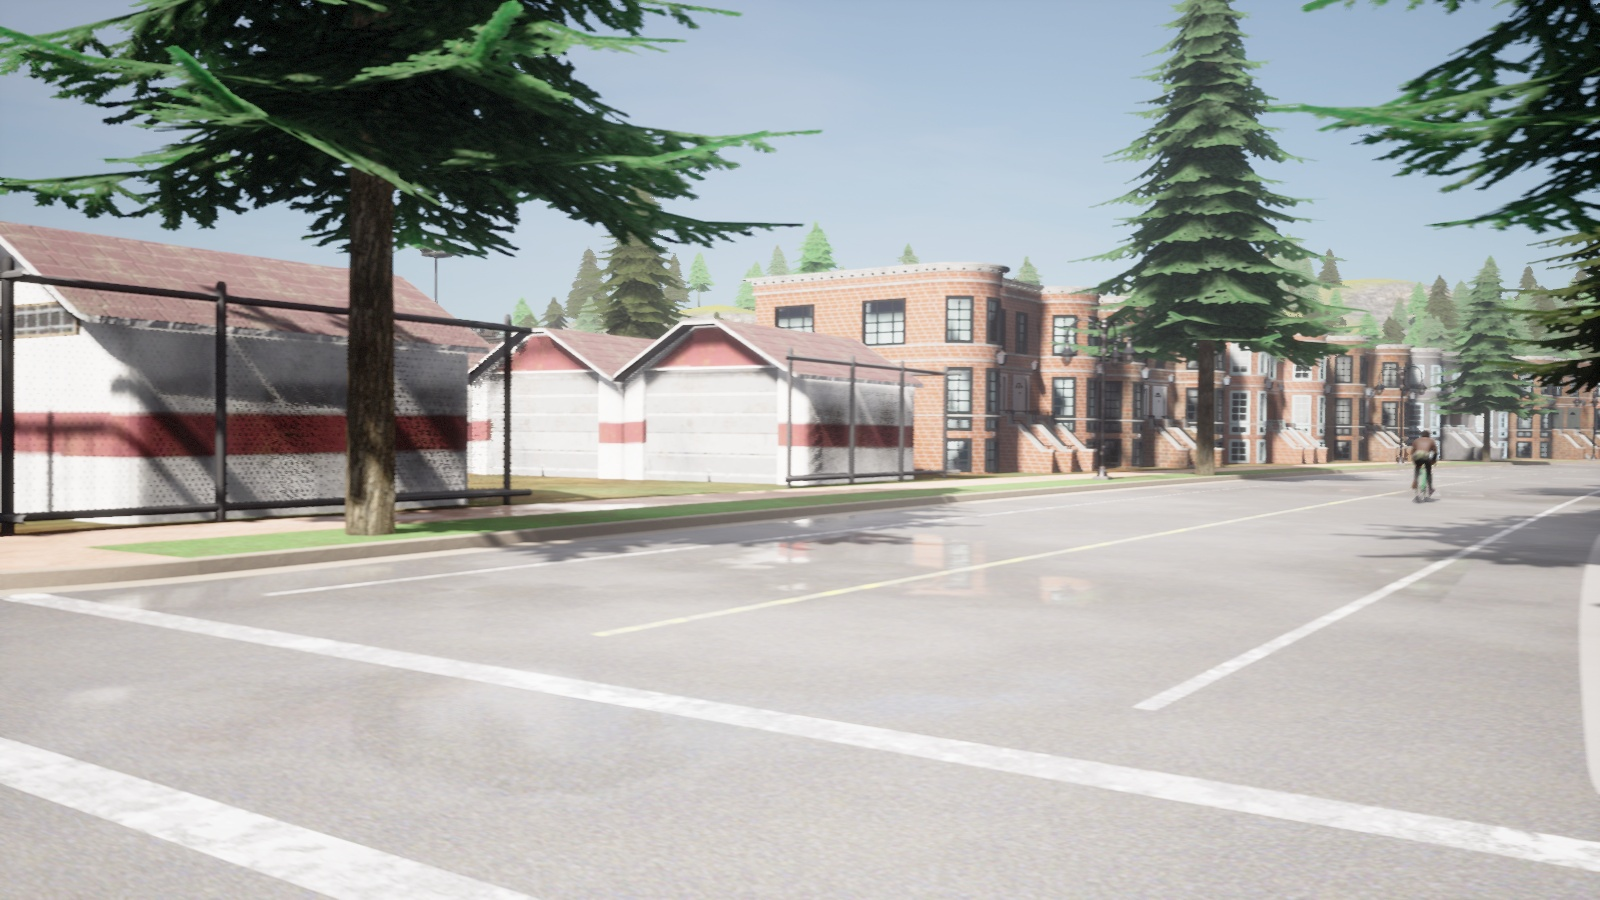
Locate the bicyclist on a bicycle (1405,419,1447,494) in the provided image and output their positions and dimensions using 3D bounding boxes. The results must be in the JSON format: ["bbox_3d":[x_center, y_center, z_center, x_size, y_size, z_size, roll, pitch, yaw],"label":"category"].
[{"bbox_3d":[14.080,0.133,28.213,0.582,1.620,1.656,0,1,36],"label":"bicyclist on a bicycle"}]
